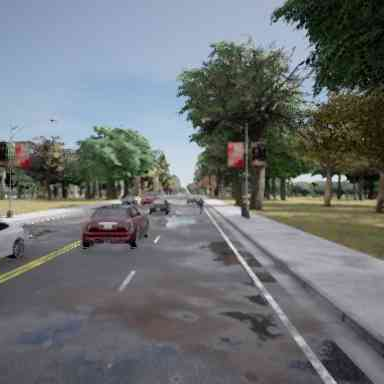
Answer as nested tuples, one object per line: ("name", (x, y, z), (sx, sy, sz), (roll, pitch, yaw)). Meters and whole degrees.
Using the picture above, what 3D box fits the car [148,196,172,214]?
("car", (-3.149, 1.437, 33.342), (1.812, 1.442, 4.674), (0, 0, 0))

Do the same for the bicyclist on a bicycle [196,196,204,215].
("bicyclist on a bicycle", (0.894, 1.369, 31.778), (0.582, 1.620, 1.656), (0, 0, 0))

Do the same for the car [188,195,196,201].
("car", (0.004, 1.379, 76.579), (1.895, 1.301, 4.718), (0, 0, 0))

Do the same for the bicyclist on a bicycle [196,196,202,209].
("bicyclist on a bicycle", (0.894, 1.321, 42.944), (0.866, 1.612, 1.509), (0, 0, 0))

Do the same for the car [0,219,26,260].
("car", (-6.598, 1.500, 9.670), (1.812, 1.442, 4.674), (0, 0, 0))

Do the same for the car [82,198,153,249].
("car", (-3.150, 1.314, 14.585), (2.097, 1.767, 4.553), (0, 0, 0))

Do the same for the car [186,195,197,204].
("car", (0.010, 1.383, 58.909), (2.033, 1.411, 5.357), (0, 0, 0))

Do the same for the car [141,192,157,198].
("car", (-6.565, 1.078, 51.622), (2.150, 2.045, 5.566), (0, 0, 0))
